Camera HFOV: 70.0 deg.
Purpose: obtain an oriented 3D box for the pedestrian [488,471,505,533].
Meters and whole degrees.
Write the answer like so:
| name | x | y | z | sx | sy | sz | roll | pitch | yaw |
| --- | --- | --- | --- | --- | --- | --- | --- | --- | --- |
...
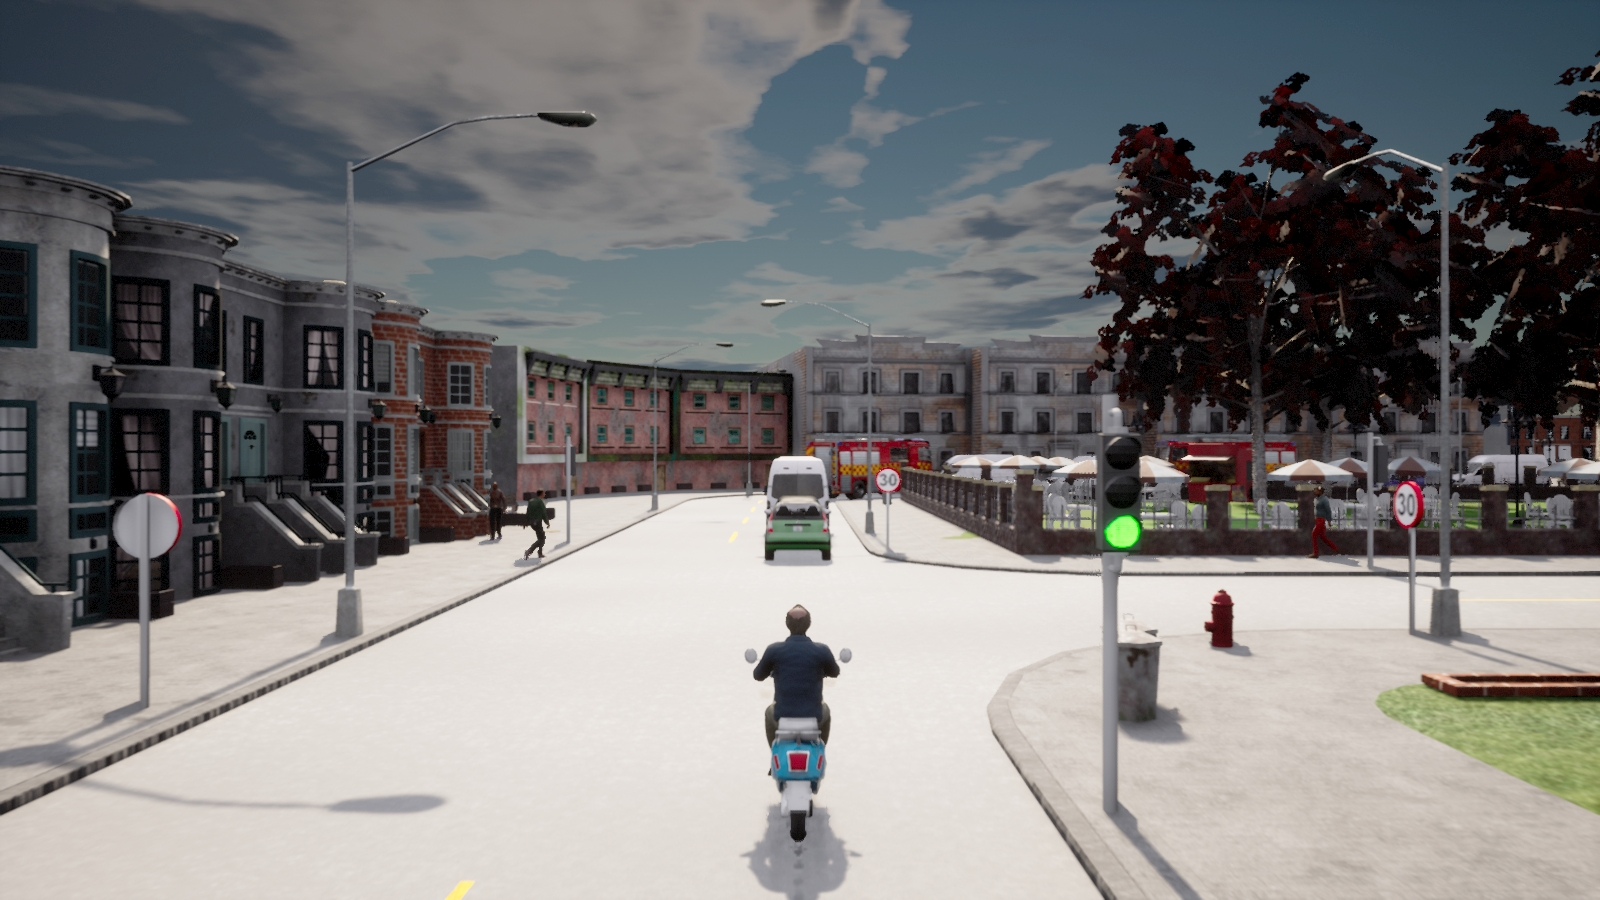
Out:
| name | x | y | z | sx | sy | sz | roll | pitch | yaw |
| --- | --- | --- | --- | --- | --- | --- | --- | --- | --- |
| pedestrian | -9.093 | 1.550 | 34.225 | 0.375 | 1.860 | 0.375 | 0 | 0 | 5 |

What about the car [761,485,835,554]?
| name | x | y | z | sx | sy | sz | roll | pitch | yaw |
| --- | --- | --- | --- | --- | --- | --- | --- | --- | --- |
| car | -0.059 | 1.802 | 30.634 | 1.851 | 1.617 | 3.988 | 0 | 0 | 0 |

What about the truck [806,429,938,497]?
| name | x | y | z | sx | sy | sz | roll | pitch | yaw |
| --- | --- | --- | --- | --- | --- | --- | --- | --- | --- |
| truck | 4.420 | 0.722 | 68.483 | 8.468 | 3.827 | 2.891 | 0 | 0 | -43 |

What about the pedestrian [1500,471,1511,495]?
| name | x | y | z | sx | sy | sz | roll | pitch | yaw |
| --- | --- | --- | --- | --- | --- | --- | --- | --- | --- |
| pedestrian | 39.497 | 1.852 | 63.970 | 0.375 | 1.300 | 0.375 | 0 | 0 | 0 |

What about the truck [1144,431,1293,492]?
| name | x | y | z | sx | sy | sz | roll | pitch | yaw |
| --- | --- | --- | --- | --- | --- | --- | --- | --- | --- |
| truck | 26.652 | 0.723 | 72.971 | 8.468 | 3.827 | 2.891 | 0 | 0 | 0 |

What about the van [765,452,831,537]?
| name | x | y | z | sx | sy | sz | roll | pitch | yaw |
| --- | --- | --- | --- | --- | --- | --- | --- | --- | --- |
| van | -0.076 | 1.342 | 37.336 | 1.988 | 2.561 | 5.915 | 0 | 0 | 0 |

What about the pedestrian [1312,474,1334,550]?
| name | x | y | z | sx | sy | sz | roll | pitch | yaw |
| --- | --- | --- | --- | --- | --- | --- | --- | --- | --- |
| pedestrian | 12.955 | 1.538 | 28.289 | 0.375 | 1.860 | 0.375 | 0 | 0 | 1 |

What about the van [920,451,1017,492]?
| name | x | y | z | sx | sy | sz | roll | pitch | yaw |
| --- | --- | --- | --- | --- | --- | --- | --- | --- | --- |
| van | 10.682 | 1.367 | 72.671 | 5.915 | 2.561 | 1.988 | 0 | 0 | 0 |

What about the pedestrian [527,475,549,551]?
| name | x | y | z | sx | sy | sz | roll | pitch | yaw |
| --- | --- | --- | --- | --- | --- | --- | --- | --- | --- |
| pedestrian | -6.476 | 1.545 | 28.227 | 0.375 | 1.860 | 0.375 | 0 | 0 | 41 |
